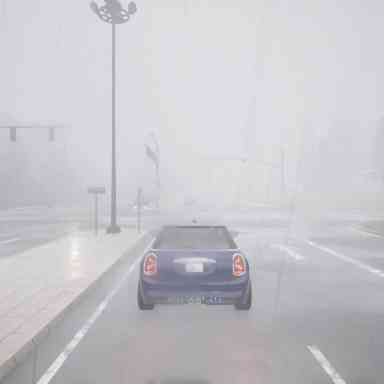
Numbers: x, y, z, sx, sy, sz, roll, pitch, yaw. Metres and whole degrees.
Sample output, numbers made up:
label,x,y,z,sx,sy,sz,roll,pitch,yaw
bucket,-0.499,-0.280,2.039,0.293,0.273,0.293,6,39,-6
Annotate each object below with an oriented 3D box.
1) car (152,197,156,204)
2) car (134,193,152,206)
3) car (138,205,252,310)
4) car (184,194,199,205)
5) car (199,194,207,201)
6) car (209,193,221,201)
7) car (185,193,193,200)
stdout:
label,x,y,z,sx,sy,sz,roll,pitch,yaw
car,-8.454,1.564,65.561,1.994,1.385,4.181,0,0,0
car,-8.334,1.352,55.615,2.097,1.767,4.553,0,0,-1
car,0.060,1.352,7.965,2.097,1.767,4.553,0,0,0
car,-0.235,1.526,54.784,1.812,1.442,4.674,0,0,-1
car,2.736,1.513,85.350,1.812,1.442,4.674,0,0,-1
car,6.241,1.215,85.084,2.150,2.045,5.566,0,0,-1
car,-0.942,1.189,95.643,2.150,2.045,5.566,0,0,-1
